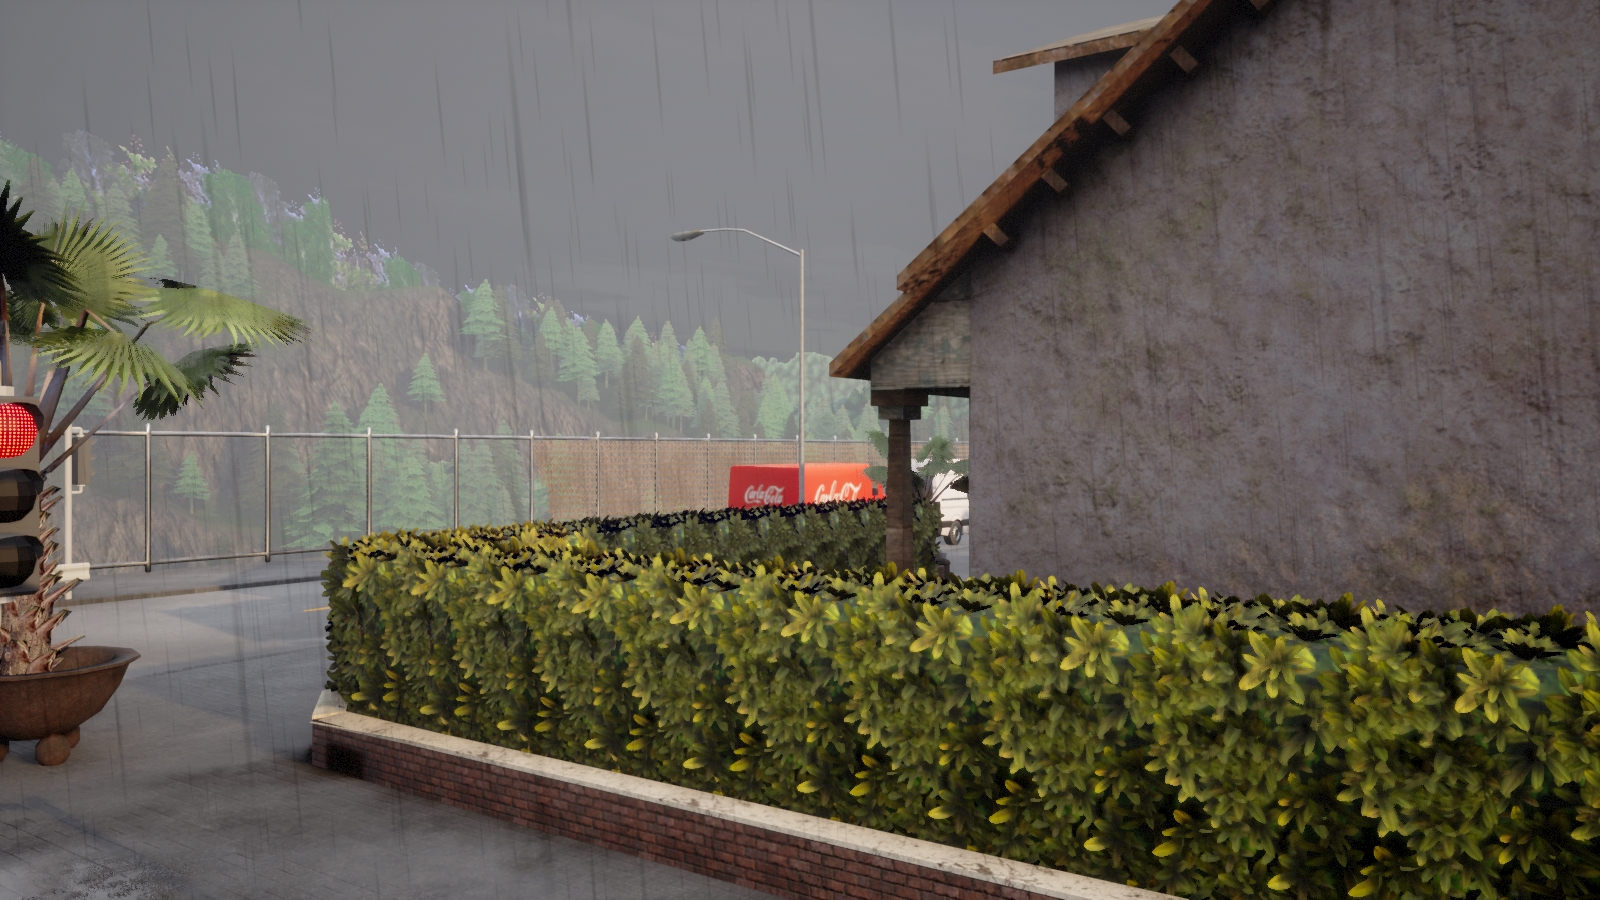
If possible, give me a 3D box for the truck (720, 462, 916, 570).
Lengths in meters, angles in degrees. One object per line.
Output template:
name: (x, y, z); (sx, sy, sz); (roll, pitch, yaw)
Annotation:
truck: (0.584, 1.568, 29.600); (2.627, 2.467, 5.204); (0, 0, 35)
